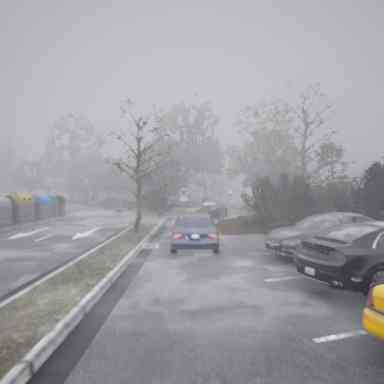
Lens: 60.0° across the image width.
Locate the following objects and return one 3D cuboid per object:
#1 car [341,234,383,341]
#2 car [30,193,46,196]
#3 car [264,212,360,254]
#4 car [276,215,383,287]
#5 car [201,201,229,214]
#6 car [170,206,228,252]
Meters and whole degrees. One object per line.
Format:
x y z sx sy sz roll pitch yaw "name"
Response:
5.004 1.479 4.730 5.366 1.575 1.946 1 0 -20 "car"
-25.408 0.853 54.299 4.674 1.442 1.812 4 -2 1 "car"
4.840 1.470 11.449 4.892 1.521 2.231 1 0 -20 "car"
4.827 1.476 8.054 4.892 1.521 2.231 1 0 -20 "car"
1.991 1.540 30.364 1.812 1.442 4.674 1 -1 20 "car"
0.106 1.524 13.678 2.033 1.411 5.357 0 0 0 "car"
